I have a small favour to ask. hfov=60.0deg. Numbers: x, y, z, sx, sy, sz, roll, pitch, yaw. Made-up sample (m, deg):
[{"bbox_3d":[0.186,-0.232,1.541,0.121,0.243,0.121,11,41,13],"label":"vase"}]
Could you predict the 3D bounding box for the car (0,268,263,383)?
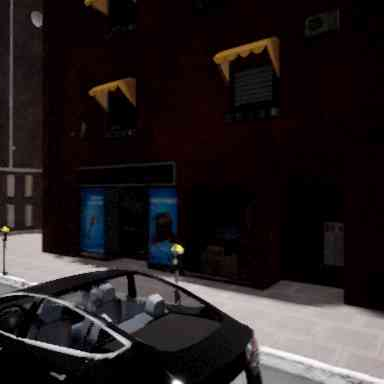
[{"bbox_3d":[-1.342,1.598,3.821,4.313,1.339,1.947,-1,0,36],"label":"car"}]
